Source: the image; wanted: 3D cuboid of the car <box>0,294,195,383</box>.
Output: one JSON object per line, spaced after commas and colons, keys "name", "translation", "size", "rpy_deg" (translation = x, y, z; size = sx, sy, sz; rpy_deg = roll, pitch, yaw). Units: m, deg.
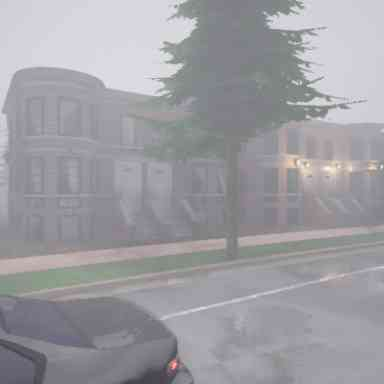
{"name": "car", "translation": [-2.551, 1.537, 2.118], "size": [5.357, 1.411, 2.033], "rpy_deg": [0, 0, -35]}
